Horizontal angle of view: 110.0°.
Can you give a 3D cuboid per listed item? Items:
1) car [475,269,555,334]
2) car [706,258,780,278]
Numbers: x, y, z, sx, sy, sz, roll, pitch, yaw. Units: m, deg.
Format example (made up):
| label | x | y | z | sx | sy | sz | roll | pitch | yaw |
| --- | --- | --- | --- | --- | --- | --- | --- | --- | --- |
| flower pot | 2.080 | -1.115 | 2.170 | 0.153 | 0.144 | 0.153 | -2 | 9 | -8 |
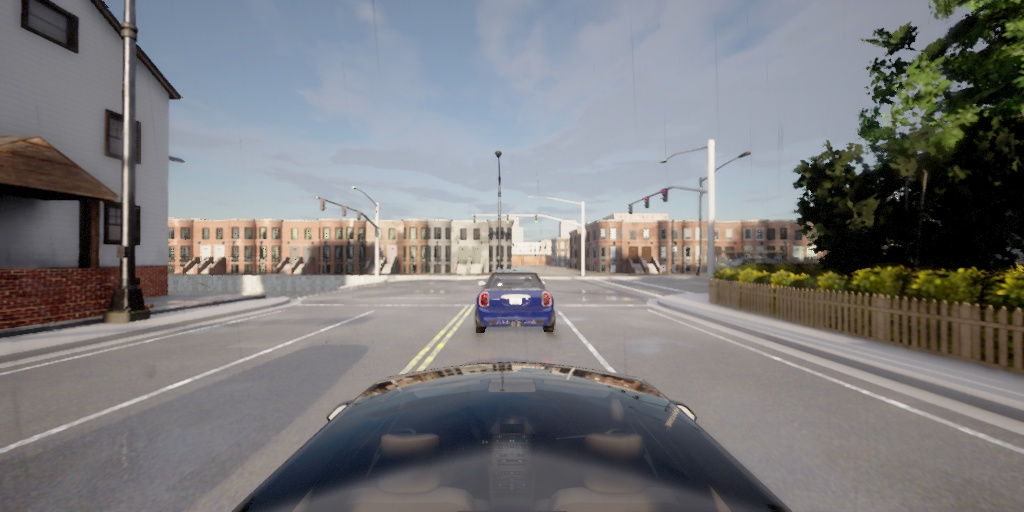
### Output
| label | x | y | z | sx | sy | sz | roll | pitch | yaw |
| --- | --- | --- | --- | --- | --- | --- | --- | --- | --- |
| car | -0.003 | 1.173 | 11.137 | 2.097 | 1.767 | 4.553 | 0 | -1 | -3 |
| car | 18.742 | 1.180 | 28.916 | 5.566 | 2.045 | 2.150 | 0 | 0 | 0 |
